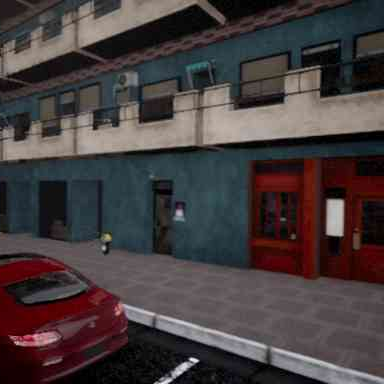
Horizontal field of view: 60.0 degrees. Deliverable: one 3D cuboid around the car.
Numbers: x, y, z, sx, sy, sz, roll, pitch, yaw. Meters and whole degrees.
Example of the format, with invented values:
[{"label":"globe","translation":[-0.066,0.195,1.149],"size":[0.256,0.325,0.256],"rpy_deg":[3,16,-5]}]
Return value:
[{"label":"car","translation":[-2.746,1.568,4.822],"size":[4.206,1.307,1.802],"rpy_deg":[0,1,36]}]
